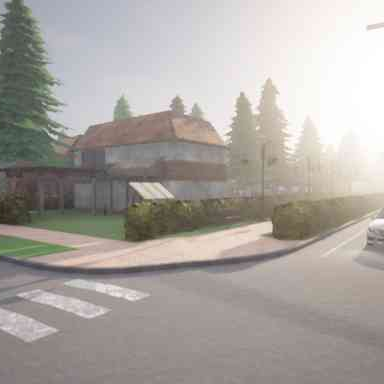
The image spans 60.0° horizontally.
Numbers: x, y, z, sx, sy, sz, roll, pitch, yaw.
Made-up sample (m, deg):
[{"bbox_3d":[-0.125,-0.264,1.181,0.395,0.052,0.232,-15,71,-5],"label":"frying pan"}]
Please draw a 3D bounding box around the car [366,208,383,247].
[{"bbox_3d":[8.171,1.314,13.105,1.812,1.442,4.674,1,1,36],"label":"car"}]
